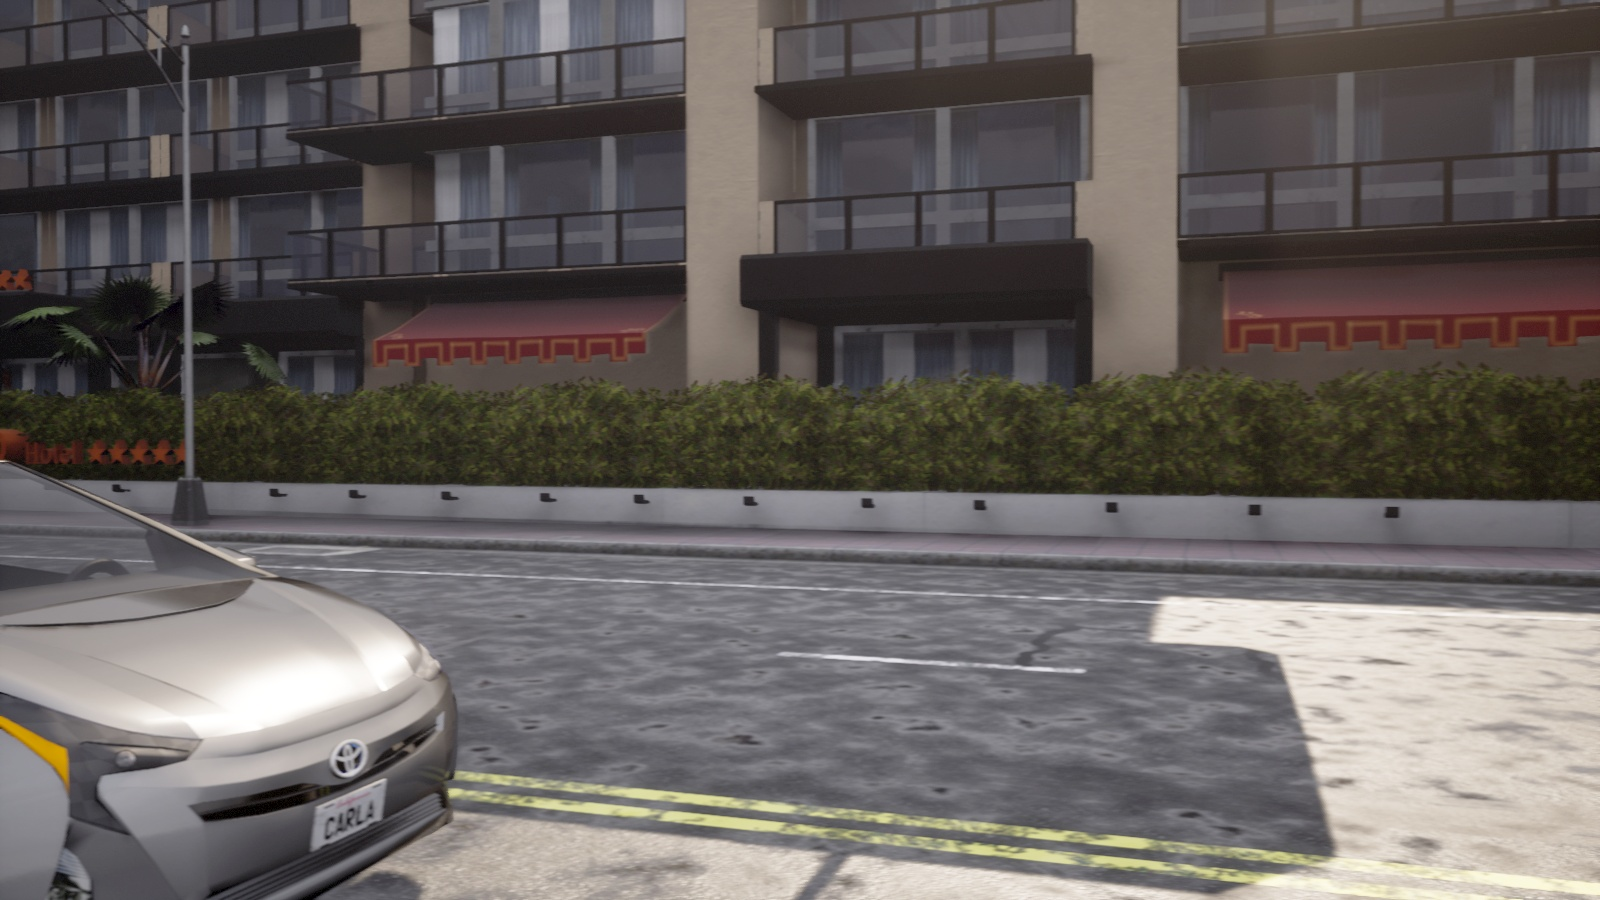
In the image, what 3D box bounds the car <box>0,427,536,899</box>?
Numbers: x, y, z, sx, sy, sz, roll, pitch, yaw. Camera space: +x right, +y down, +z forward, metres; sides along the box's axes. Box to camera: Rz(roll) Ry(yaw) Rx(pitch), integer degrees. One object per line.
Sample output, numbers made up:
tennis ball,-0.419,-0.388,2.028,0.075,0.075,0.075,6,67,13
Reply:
car,-3.423,0.682,4.344,4.514,1.525,2.007,1,1,19
